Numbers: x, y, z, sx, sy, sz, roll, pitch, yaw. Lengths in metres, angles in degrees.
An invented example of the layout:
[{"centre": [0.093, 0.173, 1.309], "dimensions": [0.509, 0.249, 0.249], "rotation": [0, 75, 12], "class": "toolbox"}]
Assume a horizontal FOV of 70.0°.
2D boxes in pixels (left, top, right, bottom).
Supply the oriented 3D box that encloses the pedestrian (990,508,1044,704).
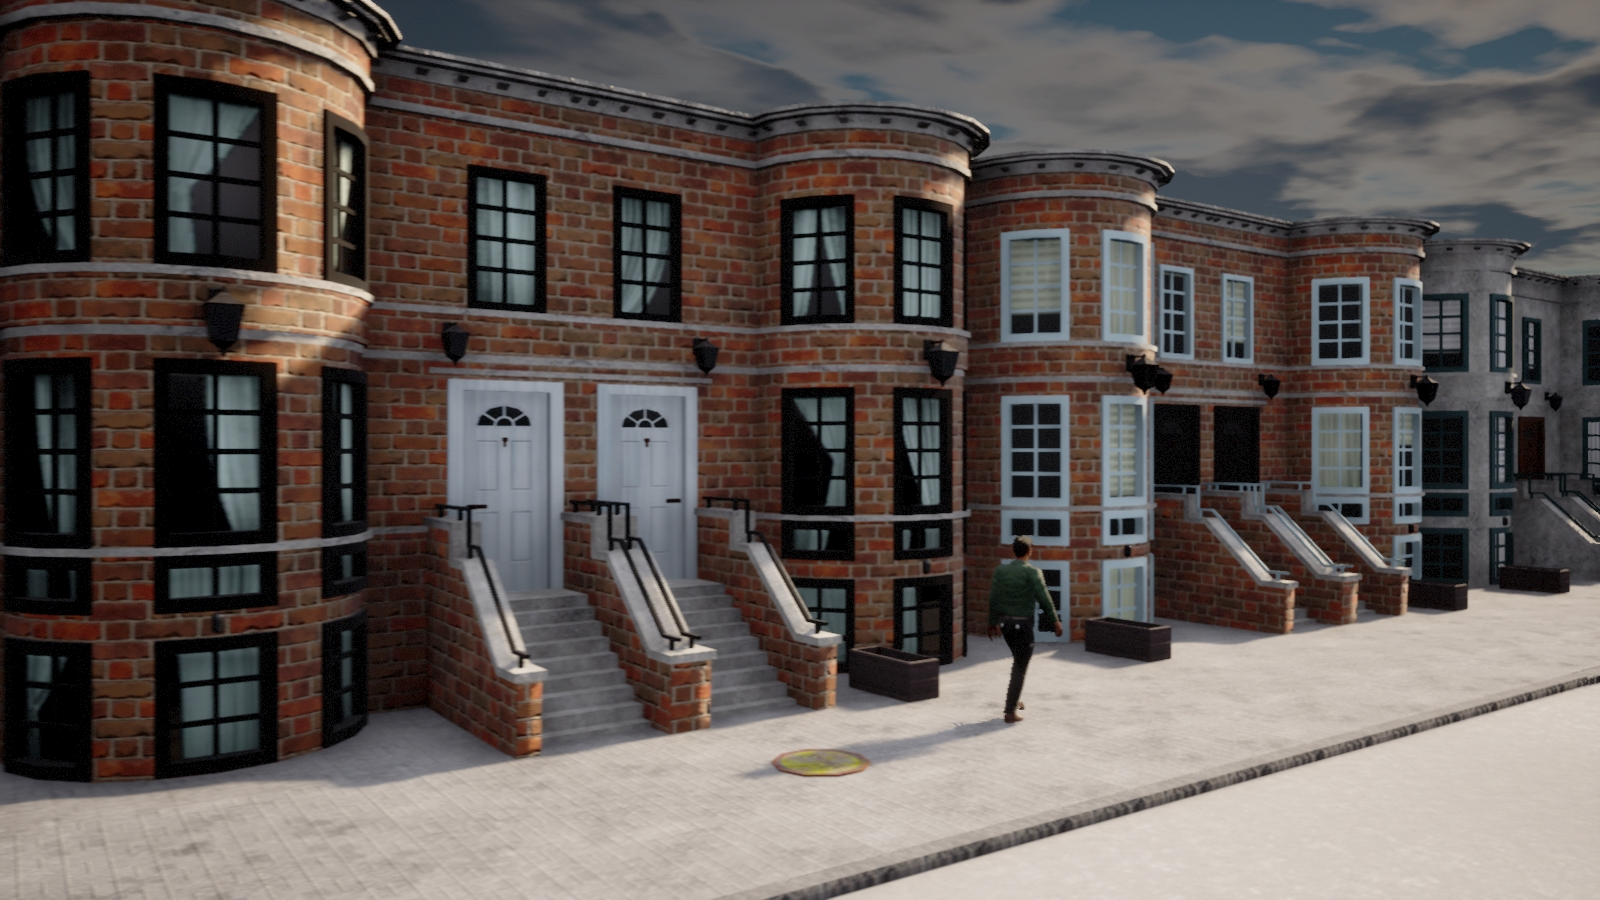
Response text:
[{"centre": [2.135, 1.515, 11.244], "dimensions": [0.375, 1.860, 0.375], "rotation": [0, 0, 44], "class": "pedestrian"}]
